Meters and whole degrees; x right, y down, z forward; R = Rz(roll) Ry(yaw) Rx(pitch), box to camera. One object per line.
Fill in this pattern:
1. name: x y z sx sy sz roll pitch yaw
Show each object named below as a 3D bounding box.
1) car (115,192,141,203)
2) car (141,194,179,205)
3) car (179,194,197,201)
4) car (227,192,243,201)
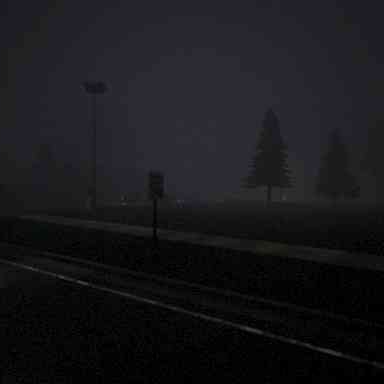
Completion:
1. car: -9.928 0.784 52.183 2.097 1.767 4.553 1 1 35
2. car: -4.567 1.013 47.648 1.882 1.535 5.008 1 1 35
3. car: -0.859 0.999 65.080 1.994 1.385 4.181 1 1 36
4. car: 8.362 0.883 66.007 2.097 1.767 4.553 1 1 35
